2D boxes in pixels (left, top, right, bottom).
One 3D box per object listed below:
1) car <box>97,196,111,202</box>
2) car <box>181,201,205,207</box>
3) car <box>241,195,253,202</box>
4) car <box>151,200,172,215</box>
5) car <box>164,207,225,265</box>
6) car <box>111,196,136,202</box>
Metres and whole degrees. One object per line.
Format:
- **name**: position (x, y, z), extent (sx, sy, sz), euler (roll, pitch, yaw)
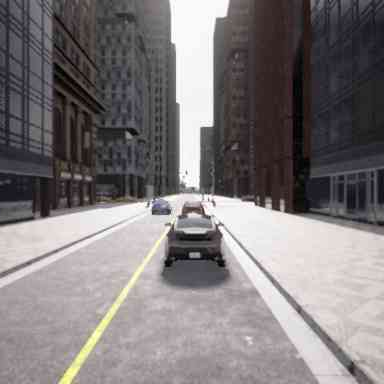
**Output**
- **car**: position (-20.597, 1.551, 75.016), extent (4.829, 1.417, 1.752), euler (0, 0, 0)
- **car**: position (0.099, 1.468, 28.312), extent (1.882, 1.535, 5.008), euler (0, 0, 0)
- **car**: position (11.914, 1.356, 66.285), extent (4.097, 1.590, 1.967), euler (0, 0, 0)
- **car**: position (-3.088, 1.512, 34.132), extent (1.812, 1.442, 4.674), euler (0, 0, 0)
- **car**: position (0.089, 1.502, 11.610), extent (1.837, 1.490, 4.892), euler (0, 0, 0)
- **car**: position (-14.995, 1.536, 74.981), extent (4.829, 1.417, 1.752), euler (0, 0, 0)
